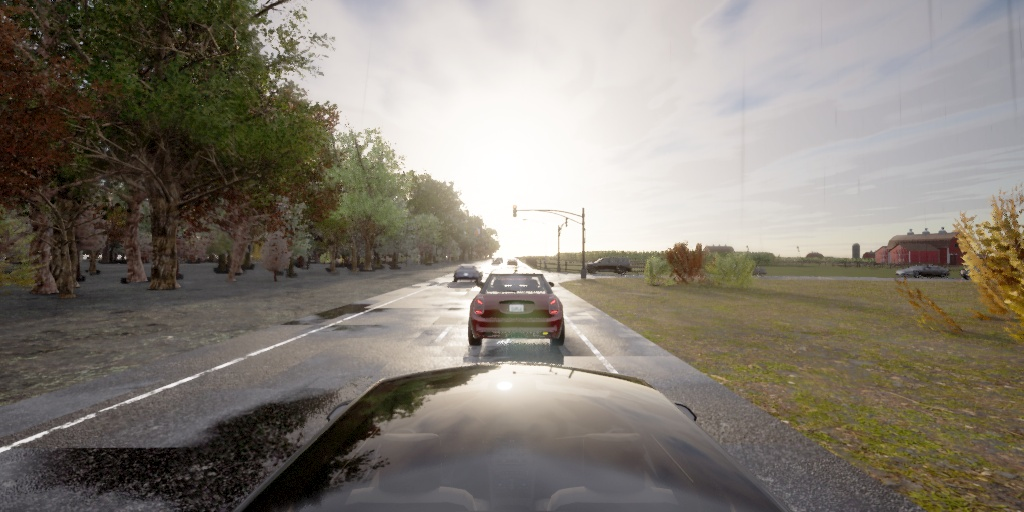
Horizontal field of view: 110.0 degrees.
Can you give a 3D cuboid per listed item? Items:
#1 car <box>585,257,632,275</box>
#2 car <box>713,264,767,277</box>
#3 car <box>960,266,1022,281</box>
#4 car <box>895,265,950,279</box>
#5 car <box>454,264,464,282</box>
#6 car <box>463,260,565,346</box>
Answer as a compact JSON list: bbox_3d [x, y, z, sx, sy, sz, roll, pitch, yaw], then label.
[{"bbox_3d":[10.924,1.156,41.334,5.566,2.045,2.150,1,-1,7],"label":"car"},{"bbox_3d":[25.877,1.637,40.819,5.357,1.411,2.033,1,-1,0],"label":"car"},{"bbox_3d":[49.622,1.781,37.121,4.902,1.511,2.128,1,-1,0],"label":"car"},{"bbox_3d":[46.542,1.809,40.698,4.902,1.511,2.128,1,-1,1],"label":"car"},{"bbox_3d":[-3.413,1.320,28.522,1.994,1.385,4.181,0,0,0],"label":"car"},{"bbox_3d":[0.095,1.104,9.581,2.097,1.767,4.553,0,0,0],"label":"car"}]
